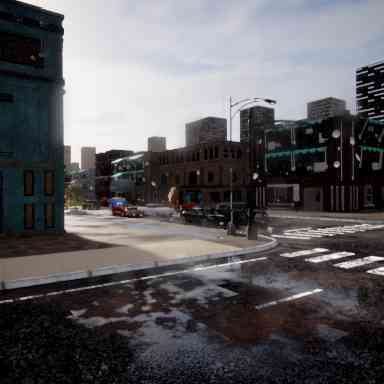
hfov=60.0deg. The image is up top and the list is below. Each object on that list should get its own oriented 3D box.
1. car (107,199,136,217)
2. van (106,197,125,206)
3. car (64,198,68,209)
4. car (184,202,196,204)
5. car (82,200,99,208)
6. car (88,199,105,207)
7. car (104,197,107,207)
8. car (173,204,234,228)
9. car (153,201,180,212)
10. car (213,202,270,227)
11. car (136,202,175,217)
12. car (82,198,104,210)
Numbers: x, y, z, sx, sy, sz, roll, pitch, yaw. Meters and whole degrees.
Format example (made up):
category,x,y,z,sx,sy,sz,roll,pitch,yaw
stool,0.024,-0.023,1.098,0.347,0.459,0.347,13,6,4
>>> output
category,x,y,z,sx,sy,sz,roll,pitch,yaw
car,-7.169,1.846,35.978,1.967,1.590,4.097,-1,0,-35
van,-13.133,1.906,58.890,1.690,1.788,3.998,-1,0,-35
car,-23.067,2.232,58.422,1.752,1.417,4.829,-1,0,-35
car,-0.329,1.903,40.825,1.802,1.307,4.206,-2,0,-35
car,-19.270,2.229,63.093,1.994,1.385,4.181,-1,0,-35
car,-19.528,2.227,67.923,1.887,1.381,4.507,-1,0,-35
car,-16.334,1.939,63.407,2.192,1.841,5.009,-1,0,-35
car,0.757,1.814,24.585,1.947,1.339,4.313,-1,0,-35
car,-3.528,1.965,45.341,1.802,1.307,4.206,-2,0,-35
car,3.685,1.559,25.129,2.097,1.767,4.553,-1,0,-35
car,-3.768,1.955,35.680,1.895,1.301,4.718,-1,0,-35
car,-16.238,2.105,53.443,1.837,1.490,4.892,-1,-1,-35
